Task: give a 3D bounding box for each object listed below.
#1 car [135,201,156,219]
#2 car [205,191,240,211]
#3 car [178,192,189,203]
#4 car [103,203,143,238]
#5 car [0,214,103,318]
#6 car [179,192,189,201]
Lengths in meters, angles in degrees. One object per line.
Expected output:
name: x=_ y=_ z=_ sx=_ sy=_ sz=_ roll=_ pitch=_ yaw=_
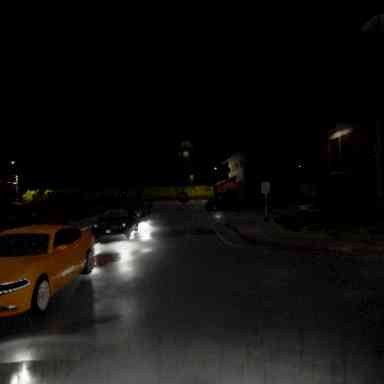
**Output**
car: x=-4.260 y=1.522 z=28.869 sx=2.128 sy=1.511 sz=4.902 roll=-2 pitch=1 yaw=-1
car: x=3.290 y=0.977 z=36.086 sx=1.905 sy=1.878 sz=3.866 roll=-10 pitch=4 yaw=-44
car: x=-1.589 y=1.369 z=64.745 sx=1.882 sy=1.535 sz=5.008 roll=-1 pitch=0 yaw=-1
car: x=-4.006 y=1.587 z=18.047 sx=1.812 sy=1.442 sz=4.674 roll=-1 pitch=0 yaw=-1
car: x=-3.751 y=1.552 z=7.851 sx=1.882 sy=1.535 sz=5.008 roll=-2 pitch=0 yaw=-1
car: x=-1.861 y=0.987 z=75.154 sx=2.150 sy=2.045 sz=5.566 roll=-1 pitch=0 yaw=-1
